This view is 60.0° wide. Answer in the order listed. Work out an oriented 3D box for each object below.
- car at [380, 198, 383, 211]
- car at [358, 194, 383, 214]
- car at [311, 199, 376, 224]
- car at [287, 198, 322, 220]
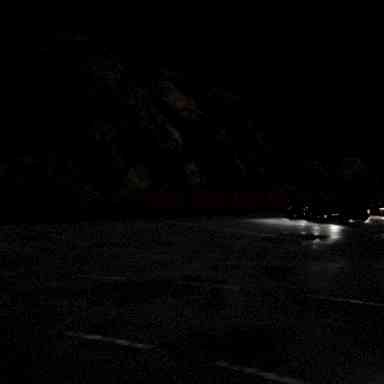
[{"bbox_3d":[19.852,1.523,30.971,4.674,1.442,1.812,0,0,-35],"label":"car"},{"bbox_3d":[18.820,1.220,34.512,5.566,2.045,2.150,0,0,-35],"label":"car"},{"bbox_3d":[11.470,1.503,25.051,4.892,1.490,1.837,0,0,-35],"label":"car"},{"bbox_3d":[10.235,1.351,28.471,4.553,1.767,2.097,0,0,-35],"label":"car"}]
